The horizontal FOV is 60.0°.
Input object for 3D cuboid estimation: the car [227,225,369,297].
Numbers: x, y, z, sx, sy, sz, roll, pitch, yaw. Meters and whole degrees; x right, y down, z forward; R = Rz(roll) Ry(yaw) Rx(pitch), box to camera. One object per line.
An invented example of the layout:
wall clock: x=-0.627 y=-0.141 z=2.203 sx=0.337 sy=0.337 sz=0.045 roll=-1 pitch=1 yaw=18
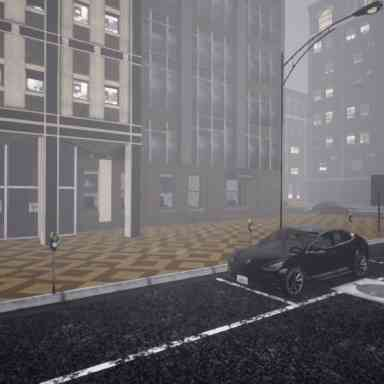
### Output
car: x=2.888 y=1.567 z=8.621 sx=4.313 sy=1.339 sz=1.947 roll=0 pitch=0 yaw=-36

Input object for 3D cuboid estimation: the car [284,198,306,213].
car: x=9.754 y=1.466 z=34.749 sx=1.752 sy=1.417 sz=4.829 roll=0 pitch=0 yaw=-36

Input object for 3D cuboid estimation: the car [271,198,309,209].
car: x=13.059 y=1.498 z=44.513 sx=1.752 sy=1.417 sz=4.829 roll=0 pitch=0 yaw=-36

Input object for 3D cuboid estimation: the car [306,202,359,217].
car: x=12.956 y=1.533 z=30.287 sx=1.802 sy=1.307 sz=4.206 roll=0 pitch=0 yaw=-36
